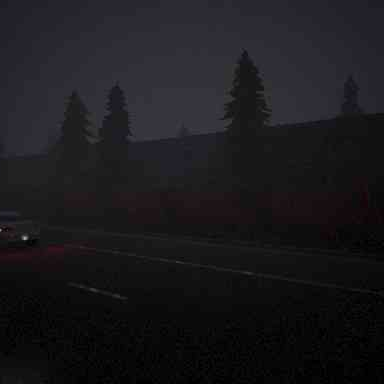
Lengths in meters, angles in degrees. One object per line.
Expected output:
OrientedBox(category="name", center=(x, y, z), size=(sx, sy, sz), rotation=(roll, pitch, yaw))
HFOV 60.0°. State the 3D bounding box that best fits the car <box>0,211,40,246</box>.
OrientedBox(category="car", center=(-8.269, 1.533, 14.066), size=(4.674, 1.442, 1.812), rotation=(0, 0, 36))
